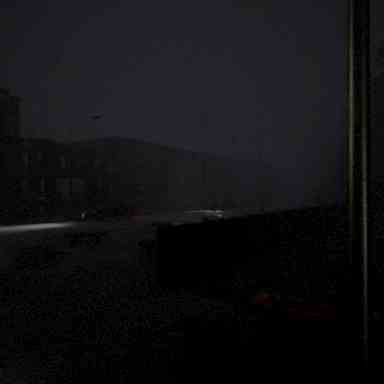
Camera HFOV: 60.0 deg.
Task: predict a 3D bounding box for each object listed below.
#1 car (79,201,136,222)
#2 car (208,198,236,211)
[{"bbox_3d":[-6.614,1.488,26.556,2.128,1.511,4.902,0,0,36],"label":"car"},{"bbox_3d":[3.797,1.522,41.083,1.812,1.442,4.674,0,0,36],"label":"car"}]
